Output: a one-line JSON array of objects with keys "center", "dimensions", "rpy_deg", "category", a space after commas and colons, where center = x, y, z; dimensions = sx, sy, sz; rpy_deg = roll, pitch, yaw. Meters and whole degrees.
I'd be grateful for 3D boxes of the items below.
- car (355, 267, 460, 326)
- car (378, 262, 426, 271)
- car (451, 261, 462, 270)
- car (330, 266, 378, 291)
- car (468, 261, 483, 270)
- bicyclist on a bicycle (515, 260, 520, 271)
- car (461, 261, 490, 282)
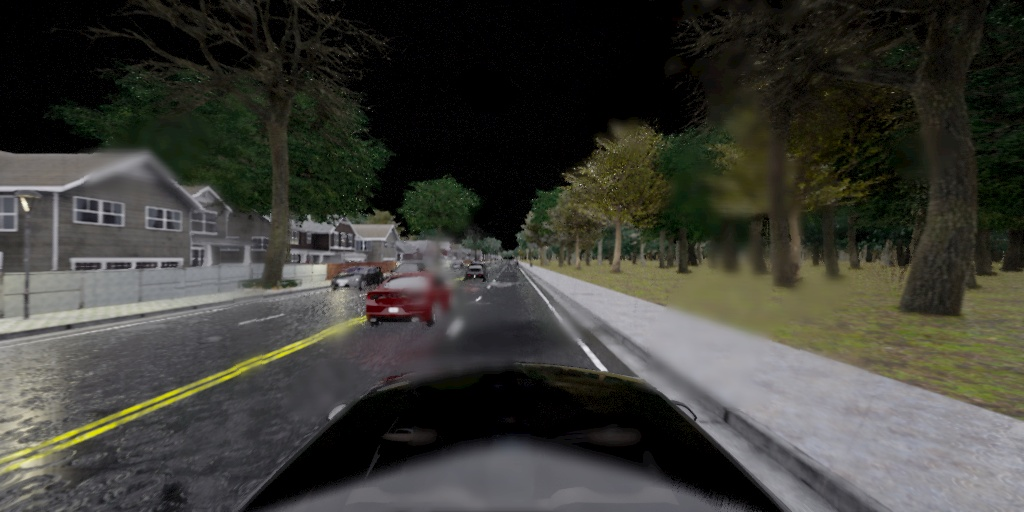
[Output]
[{"center": [-3.153, 1.304, 12.028], "dimensions": [1.882, 1.535, 5.008], "rpy_deg": [0, 0, 0], "category": "car"}, {"center": [-6.590, 1.259, 23.063], "dimensions": [2.097, 1.767, 4.553], "rpy_deg": [0, 0, 0], "category": "car"}, {"center": [-9.749, 1.704, 64.390], "dimensions": [2.128, 1.511, 4.902], "rpy_deg": [0, 0, 1], "category": "car"}, {"center": [-9.841, 1.400, 23.189], "dimensions": [2.128, 1.511, 4.902], "rpy_deg": [0, 0, 0], "category": "car"}, {"center": [-6.505, 1.702, 64.399], "dimensions": [2.128, 1.511, 4.902], "rpy_deg": [0, 0, 1], "category": "car"}, {"center": [0.914, 1.532, 58.309], "dimensions": [0.659, 1.776, 1.843], "rpy_deg": [0, 0, 0], "category": "bicyclist on a bicycle"}, {"center": [-3.140, 1.481, 32.555], "dimensions": [1.837, 1.490, 4.892], "rpy_deg": [0, 0, 0], "category": "car"}]
